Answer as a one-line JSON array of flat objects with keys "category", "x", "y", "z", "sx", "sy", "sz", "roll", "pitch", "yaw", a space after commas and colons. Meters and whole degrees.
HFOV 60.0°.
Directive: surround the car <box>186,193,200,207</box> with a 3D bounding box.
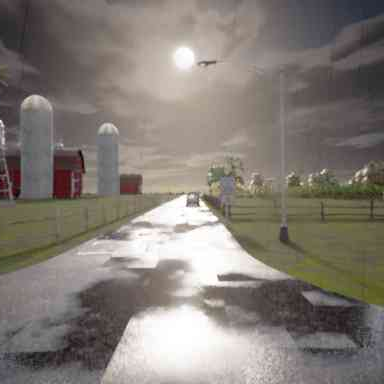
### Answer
[{"category": "car", "x": 0.141, "y": 1.239, "z": 47.391, "sx": 2.128, "sy": 1.511, "sz": 4.902, "roll": -1, "pitch": 0, "yaw": 0}]
